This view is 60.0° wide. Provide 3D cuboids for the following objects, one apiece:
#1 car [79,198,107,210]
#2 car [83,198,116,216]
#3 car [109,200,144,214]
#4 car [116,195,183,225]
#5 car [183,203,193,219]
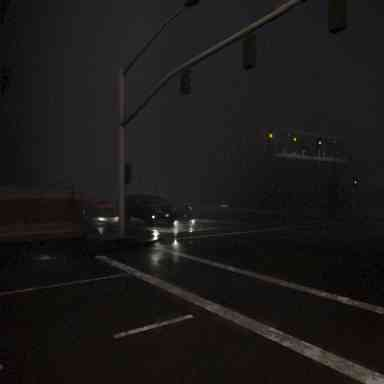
[{"bbox_3d":[-13.315,1.547,44.569,2.033,1.411,5.357,0,0,-36],"label":"car"},{"bbox_3d":[-9.045,1.478,32.612,1.882,1.535,5.008,0,0,-36],"label":"car"},{"bbox_3d":[-7.111,1.601,35.918,1.895,1.301,4.718,0,0,-36],"label":"car"},{"bbox_3d":[-3.282,1.222,24.587,2.150,2.045,5.566,0,0,-36],"label":"car"},{"bbox_3d":[-1.867,1.352,28.620,2.097,1.767,4.553,0,0,-36],"label":"car"}]
